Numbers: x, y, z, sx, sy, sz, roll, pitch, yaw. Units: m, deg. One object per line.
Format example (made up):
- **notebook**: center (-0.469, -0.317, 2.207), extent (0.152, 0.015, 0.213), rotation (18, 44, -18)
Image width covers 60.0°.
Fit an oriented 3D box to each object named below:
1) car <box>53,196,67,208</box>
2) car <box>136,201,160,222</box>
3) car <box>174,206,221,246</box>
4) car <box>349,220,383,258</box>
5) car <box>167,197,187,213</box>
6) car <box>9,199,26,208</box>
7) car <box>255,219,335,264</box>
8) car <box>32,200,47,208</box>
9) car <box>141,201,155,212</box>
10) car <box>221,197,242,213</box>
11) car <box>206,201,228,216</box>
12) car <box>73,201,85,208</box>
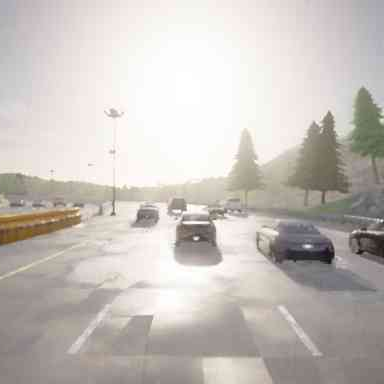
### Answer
- **car**: center (-24.355, 1.847, 61.541), extent (2.150, 2.045, 5.566), rotation (1, -1, -17)
- **car**: center (-3.872, 1.806, 29.531), extent (2.128, 1.511, 4.902), rotation (0, -1, -5)
- **car**: center (0.169, 1.690, 16.338), extent (1.837, 1.490, 4.892), rotation (0, 0, 0)
- **car**: center (7.180, 1.660, 11.333), extent (1.837, 1.490, 4.892), rotation (0, 0, 0)
- **car**: center (-2.033, 1.700, 43.627), extent (2.150, 2.045, 5.566), rotation (1, 0, -10)
- **car**: center (-30.980, 2.013, 59.205), extent (1.882, 1.535, 5.008), rotation (1, -1, -16)
- **car**: center (3.676, 1.719, 12.563), extent (1.994, 1.385, 4.181), rotation (0, -1, 0)
- **car**: center (-27.709, 2.102, 60.522), extent (2.033, 1.411, 5.357), rotation (0, -1, -16)
- **car**: center (-6.331, 2.030, 47.533), extent (1.812, 1.442, 4.674), rotation (1, -1, -11)
- **car**: center (4.950, 1.732, 44.227), extent (2.150, 2.045, 5.566), rotation (1, 0, -9)
- **car**: center (2.331, 2.027, 37.593), extent (1.895, 1.301, 4.718), rotation (0, -1, -7)
- **car**: center (-20.233, 2.189, 59.798), extent (1.895, 1.301, 4.718), rotation (0, -1, -16)
